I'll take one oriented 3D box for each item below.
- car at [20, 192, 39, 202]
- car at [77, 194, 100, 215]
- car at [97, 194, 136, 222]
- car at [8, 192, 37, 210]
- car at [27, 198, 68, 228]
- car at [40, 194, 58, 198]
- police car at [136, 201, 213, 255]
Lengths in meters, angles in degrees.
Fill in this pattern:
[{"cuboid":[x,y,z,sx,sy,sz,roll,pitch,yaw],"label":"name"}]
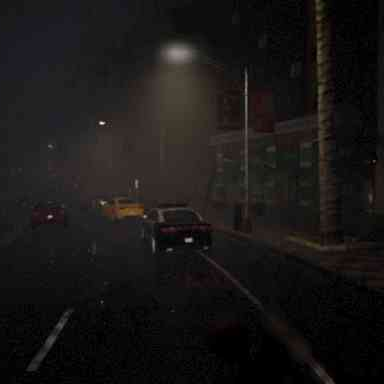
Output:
[{"cuboid":[-26.138,0.755,53.347,2.128,1.511,4.902,-1,1,-34],"label":"car"},{"cuboid":[-8.368,0.930,28.764,2.097,1.767,4.553,-1,1,-34],"label":"car"},{"cuboid":[-4.906,1.132,23.084,1.882,1.535,5.008,-1,1,-28],"label":"car"},{"cuboid":[-18.014,1.044,35.063,1.812,1.442,4.674,-1,1,-34],"label":"car"},{"cuboid":[-8.555,1.285,19.814,1.994,1.385,4.181,-1,1,-26],"label":"car"},{"cuboid":[-17.785,0.982,41.366,1.994,1.385,4.181,-1,1,-34],"label":"car"},{"cuboid":[-0.770,1.227,12.634,1.930,1.638,5.238,0,1,-15],"label":"police car"}]
